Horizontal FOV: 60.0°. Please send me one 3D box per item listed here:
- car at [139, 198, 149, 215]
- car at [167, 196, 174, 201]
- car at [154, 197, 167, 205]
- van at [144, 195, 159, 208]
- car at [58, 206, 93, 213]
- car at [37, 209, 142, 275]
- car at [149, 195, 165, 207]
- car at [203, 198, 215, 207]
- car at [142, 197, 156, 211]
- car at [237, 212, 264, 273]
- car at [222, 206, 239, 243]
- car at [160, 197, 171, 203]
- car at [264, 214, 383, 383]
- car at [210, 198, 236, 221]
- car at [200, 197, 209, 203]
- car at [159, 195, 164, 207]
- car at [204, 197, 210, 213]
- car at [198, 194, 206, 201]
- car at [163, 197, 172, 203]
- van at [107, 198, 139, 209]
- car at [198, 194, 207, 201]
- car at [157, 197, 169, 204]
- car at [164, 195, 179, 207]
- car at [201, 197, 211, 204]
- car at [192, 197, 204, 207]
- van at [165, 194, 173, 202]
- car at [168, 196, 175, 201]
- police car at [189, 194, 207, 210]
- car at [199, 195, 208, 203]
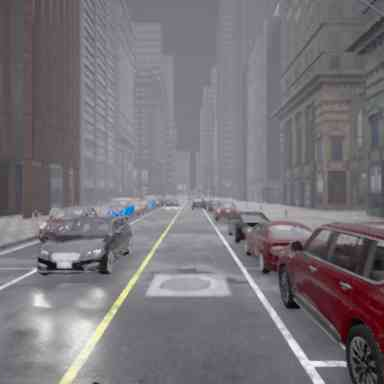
[{"bbox_3d":[-5.762,1.589,32.906,1.752,1.417,4.829,0,0,0],"label":"car"},{"bbox_3d":[-5.758,1.728,89.272,1.752,1.417,4.829,0,0,0],"label":"car"},{"bbox_3d":[-5.760,1.694,61.259,1.947,1.339,4.313,0,0,0],"label":"car"},{"bbox_3d":[-5.762,1.430,44.349,1.690,1.788,3.998,0,0,0],"label":"van"},{"bbox_3d":[-5.764,1.471,16.166,1.967,1.590,4.097,0,0,0],"label":"car"},{"bbox_3d":[-3.099,1.512,10.541,2.128,1.511,4.902,0,0,0],"label":"car"},{"bbox_3d":[-5.761,1.430,55.623,2.192,1.841,5.009,0,0,0],"label":"car"},{"bbox_3d":[2.765,1.697,55.627,1.802,1.307,4.206,0,0,0],"label":"car"},{"bbox_3d":[-5.762,1.626,38.712,2.008,1.369,4.403,0,0,0],"label":"car"},{"bbox_3d":[2.761,1.565,10.537,1.887,1.381,4.507,0,0,0],"label":"car"},{"bbox_3d":[2.762,1.596,16.174,1.947,1.339,4.313,0,0,0],"label":"car"},{"bbox_3d":[-5.759,1.706,72.532,2.008,1.369,4.403,0,0,0],"label":"car"},{"bbox_3d":[2.760,1.324,4.902,2.192,1.841,5.009,0,0,0],"label":"car"},{"bbox_3d":[2.762,1.492,27.445,1.967,1.590,4.097,0,0,0],"label":"car"},{"bbox_3d":[2.766,1.737,72.537,1.802,1.307,4.206,0,0,0],"label":"car"},{"bbox_3d":[-5.761,1.542,49.985,1.967,1.590,4.097,0,0,0],"label":"car"},{"bbox_3d":[2.763,1.641,38.718,1.947,1.339,4.313,0,0,0],"label":"car"},{"bbox_3d":[2.767,1.535,95.081,2.192,1.841,5.009,0,0,0],"label":"car"},{"bbox_3d":[-5.758,1.752,78.169,1.802,1.307,4.206,0,0,0],"label":"car"},{"bbox_3d":[-5.763,1.393,27.439,1.690,1.788,3.998,0,0,0],"label":"van"},{"bbox_3d":[2.766,1.518,89.445,2.192,1.841,5.009,0,0,0],"label":"car"},{"bbox_3d":[-5.759,1.707,66.895,1.947,1.339,4.313,0,0,0],"label":"car"},{"bbox_3d":[-3.065,1.672,52.765,1.994,1.385,4.181,0,0,0],"label":"car"},{"bbox_3d":[2.766,1.723,66.900,1.802,1.307,4.206,0,0,0],"label":"car"},{"bbox_3d":[0.905,1.567,54.516,1.801,1.575,5.366,0,0,0],"label":"car"},{"bbox_3d":[-5.759,1.527,83.806,1.690,1.788,3.998,0,0,0],"label":"van"},{"bbox_3d":[-5.757,1.802,95.078,1.802,1.307,4.206,0,0,0],"label":"car"},{"bbox_3d":[0.904,1.514,44.436,1.930,1.638,5.238,0,0,0],"label":"police car"},{"bbox_3d":[2.766,1.610,78.173,1.967,1.590,4.097,0,0,0],"label":"car"}]
